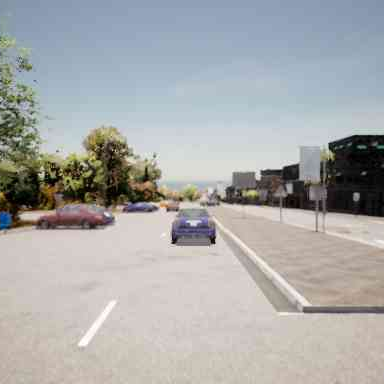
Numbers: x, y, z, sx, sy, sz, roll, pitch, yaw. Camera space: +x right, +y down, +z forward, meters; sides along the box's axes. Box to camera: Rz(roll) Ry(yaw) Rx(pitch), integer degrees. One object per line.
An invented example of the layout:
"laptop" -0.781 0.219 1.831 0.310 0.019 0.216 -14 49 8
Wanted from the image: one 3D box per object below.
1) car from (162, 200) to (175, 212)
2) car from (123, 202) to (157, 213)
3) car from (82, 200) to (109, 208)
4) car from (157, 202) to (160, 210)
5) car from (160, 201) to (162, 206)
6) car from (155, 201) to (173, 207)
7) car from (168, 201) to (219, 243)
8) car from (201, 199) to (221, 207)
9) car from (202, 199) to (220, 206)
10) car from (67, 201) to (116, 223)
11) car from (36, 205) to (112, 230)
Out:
"car" -3.120 2.431 52.964 1.882 1.535 5.008 0 -1 1
"car" -8.160 2.422 50.643 4.674 1.452 2.002 0 -1 0
"car" -21.322 2.676 73.810 5.357 1.411 2.033 1 1 0
"car" -8.132 2.453 53.919 4.892 1.521 2.231 0 -1 0
"car" -8.118 2.522 57.191 5.008 1.535 2.097 0 -1 0
"car" -7.828 3.346 94.383 5.008 1.535 2.097 0 -1 0
"car" 0.076 1.548 17.357 2.097 1.767 4.553 0 -1 0
"car" 5.228 3.098 94.286 5.566 2.045 2.435 0 -2 0
"car" 5.241 3.279 91.479 4.892 1.521 2.231 0 -1 0
"car" -8.383 1.734 26.317 4.553 1.767 2.185 0 -1 0
"car" -8.335 1.834 23.144 4.674 1.452 2.002 0 -1 0
